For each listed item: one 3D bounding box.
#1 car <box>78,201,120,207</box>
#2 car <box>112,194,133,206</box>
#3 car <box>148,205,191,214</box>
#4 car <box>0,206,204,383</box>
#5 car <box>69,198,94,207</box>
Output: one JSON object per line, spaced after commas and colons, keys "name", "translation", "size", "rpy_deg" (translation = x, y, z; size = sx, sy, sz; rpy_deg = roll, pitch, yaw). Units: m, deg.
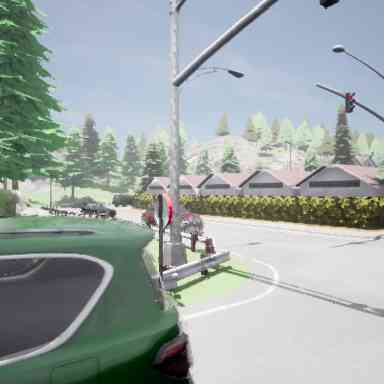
{"name": "car", "translation": [-8.708, 1.792, 30.917], "size": [1.895, 1.301, 4.718], "rpy_deg": [0, 0, -35]}
{"name": "car", "translation": [-10.431, 1.398, 54.080], "size": [2.150, 2.045, 5.566], "rpy_deg": [0, 0, 37]}
{"name": "car", "translation": [-1.266, 1.544, 20.350], "size": [2.097, 1.767, 4.553], "rpy_deg": [0, 0, -35]}
{"name": "car", "translation": [-2.615, 1.223, 1.661], "size": [5.566, 2.045, 2.150], "rpy_deg": [0, 0, -31]}
{"name": "car", "translation": [-16.498, 1.691, 50.258], "size": [1.837, 1.490, 4.892], "rpy_deg": [0, 0, 17]}
